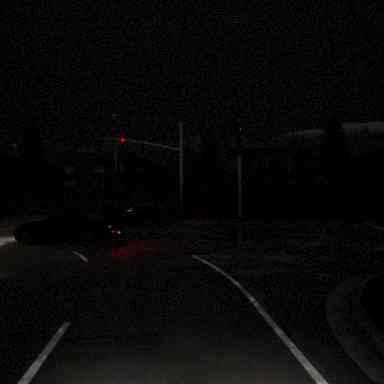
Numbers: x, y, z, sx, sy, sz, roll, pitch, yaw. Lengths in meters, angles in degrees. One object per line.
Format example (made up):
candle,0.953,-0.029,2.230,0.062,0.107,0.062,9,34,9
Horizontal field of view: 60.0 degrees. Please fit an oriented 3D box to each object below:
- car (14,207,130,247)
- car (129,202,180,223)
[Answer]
car,-5.360,1.530,14.581,4.674,1.442,1.812,0,0,10
car,-3.360,1.498,24.891,4.902,1.511,2.128,0,0,10
